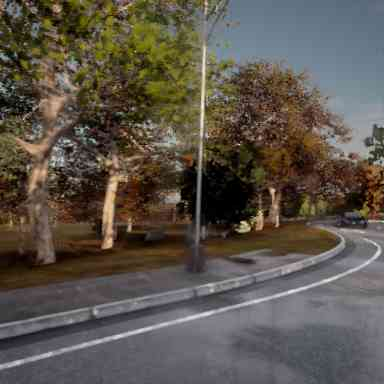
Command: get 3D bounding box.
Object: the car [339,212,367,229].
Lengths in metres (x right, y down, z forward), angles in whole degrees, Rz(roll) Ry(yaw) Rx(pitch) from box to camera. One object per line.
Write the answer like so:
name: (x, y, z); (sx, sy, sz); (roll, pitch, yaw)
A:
car: (14.428, 2.534, 30.071); (1.994, 1.385, 4.181); (1, -2, 21)
